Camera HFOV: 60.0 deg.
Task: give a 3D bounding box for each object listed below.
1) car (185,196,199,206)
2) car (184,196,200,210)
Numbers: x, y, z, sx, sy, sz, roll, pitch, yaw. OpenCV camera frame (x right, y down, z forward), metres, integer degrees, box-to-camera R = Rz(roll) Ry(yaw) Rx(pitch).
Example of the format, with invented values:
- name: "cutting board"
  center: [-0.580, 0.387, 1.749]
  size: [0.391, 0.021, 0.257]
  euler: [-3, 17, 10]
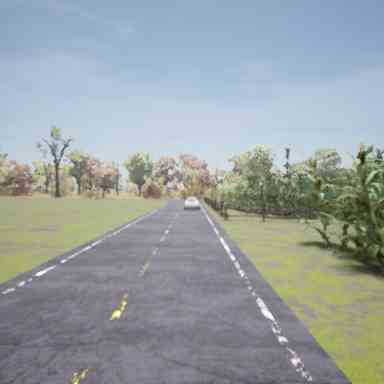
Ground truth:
- name: "car"
  center: [-0.007, 1.358, 51.378]
  size: [2.128, 1.511, 4.902]
  euler: [0, 0, 0]
- name: "car"
  center: [-0.006, 1.418, 41.080]
  size: [1.812, 1.442, 4.674]
  euler: [0, 0, 0]
